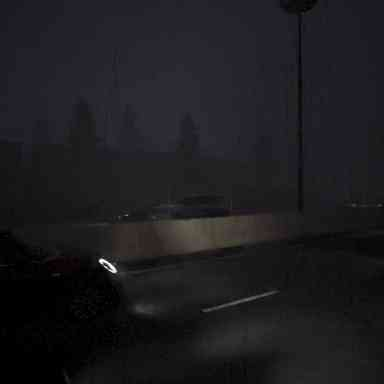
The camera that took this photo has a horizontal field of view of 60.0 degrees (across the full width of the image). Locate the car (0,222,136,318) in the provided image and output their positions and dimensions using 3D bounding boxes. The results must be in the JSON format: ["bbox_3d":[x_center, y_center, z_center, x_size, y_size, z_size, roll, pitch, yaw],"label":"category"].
[{"bbox_3d":[-3.502,1.351,5.548,4.553,1.767,2.097,-1,0,-36],"label":"car"}]

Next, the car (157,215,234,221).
[{"bbox_3d":[0.558,1.519,17.303,4.718,1.301,1.895,-1,0,-36],"label":"car"}]

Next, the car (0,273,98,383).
[{"bbox_3d":[-3.003,1.614,1.603,4.718,1.301,1.895,-1,0,-36],"label":"car"}]

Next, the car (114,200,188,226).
[{"bbox_3d":[-2.828,1.416,23.500,4.892,1.490,1.837,-1,0,-36],"label":"car"}]
